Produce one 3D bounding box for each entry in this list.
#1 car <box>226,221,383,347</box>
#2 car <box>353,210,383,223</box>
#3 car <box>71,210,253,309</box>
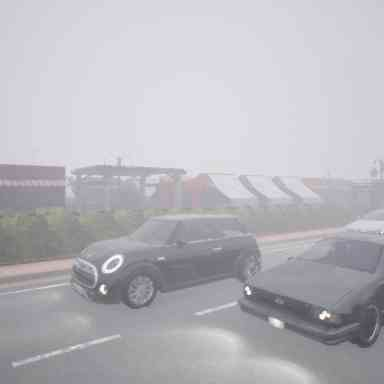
[{"bbox_3d":[3.381,1.547,6.506,5.357,1.411,2.033,0,0,-37],"label":"car"},{"bbox_3d":[8.552,1.526,14.704,4.674,1.442,1.812,0,0,-37],"label":"car"},{"bbox_3d":[-0.457,1.352,8.017,4.553,1.767,2.097,0,0,-37],"label":"car"}]
